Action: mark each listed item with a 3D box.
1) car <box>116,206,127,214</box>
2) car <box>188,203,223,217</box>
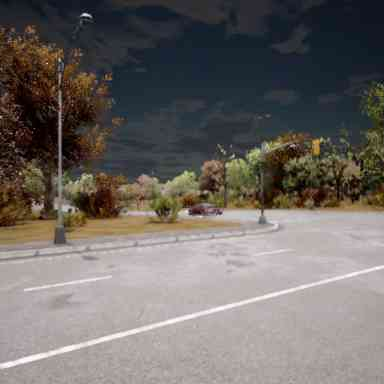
[{"bbox_3d":[-12.686,2.878,56.712,2.097,1.767,4.553,0,-3,-33],"label":"car"},{"bbox_3d":[1.370,1.826,34.644,1.994,1.385,4.181,0,-2,-32],"label":"car"}]
